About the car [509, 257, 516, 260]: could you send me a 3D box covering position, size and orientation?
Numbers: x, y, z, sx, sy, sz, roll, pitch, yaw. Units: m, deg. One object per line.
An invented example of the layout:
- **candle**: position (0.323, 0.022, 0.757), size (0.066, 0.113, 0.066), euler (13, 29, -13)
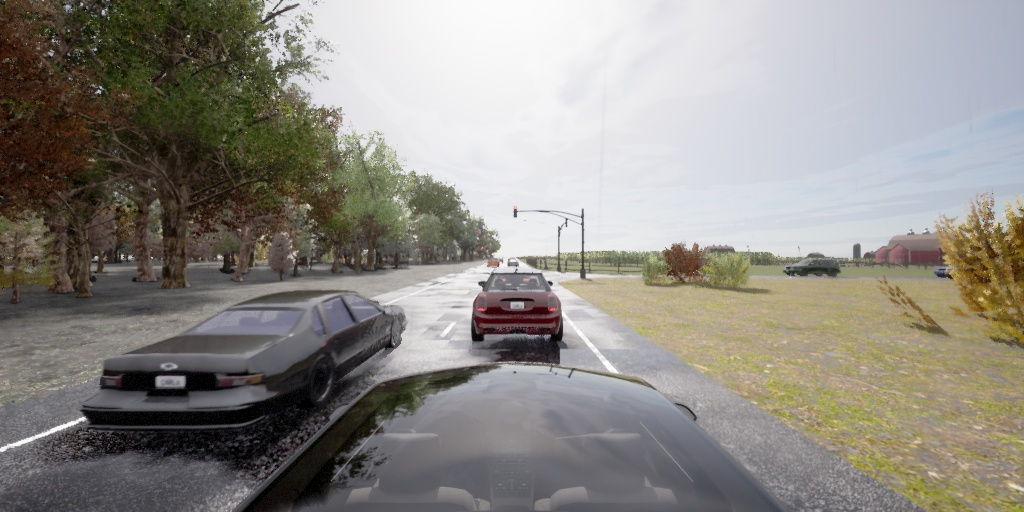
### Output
- **car**: position (0.199, 1.310, 65.229), size (1.994, 1.385, 4.181), euler (0, 0, 0)

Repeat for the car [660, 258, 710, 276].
- **car**: position (19.962, 1.242, 41.378), size (5.566, 2.045, 2.150), euler (1, -1, 0)

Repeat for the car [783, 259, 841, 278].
- **car**: position (34.518, 1.402, 41.292), size (5.566, 2.045, 2.150), euler (1, -1, 0)

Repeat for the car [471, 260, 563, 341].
- **car**: position (0.106, 1.103, 9.987), size (2.097, 1.767, 4.553), euler (0, 0, 0)

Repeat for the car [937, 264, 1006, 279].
- **car**: position (48.554, 1.764, 37.572), size (4.902, 1.511, 2.128), euler (1, -1, 1)

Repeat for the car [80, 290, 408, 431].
- **car**: position (-3.395, 1.298, 6.076), size (2.033, 1.411, 5.357), euler (0, 0, 0)
